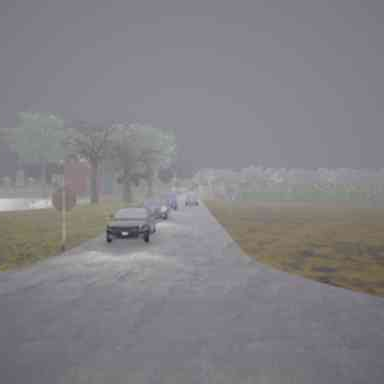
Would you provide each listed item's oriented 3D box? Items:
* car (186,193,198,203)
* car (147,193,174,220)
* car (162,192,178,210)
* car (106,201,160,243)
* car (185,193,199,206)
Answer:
[{"bbox_3d":[-0.014,1.030,58.288,2.097,1.767,4.553,0,0,0],"label":"car"},{"bbox_3d":[-2.852,1.233,26.256,2.097,1.767,4.553,0,0,0],"label":"car"},{"bbox_3d":[-2.840,1.023,39.541,2.150,2.045,5.566,0,1,1],"label":"car"},{"bbox_3d":[-2.809,1.415,16.108,1.882,1.535,5.008,0,0,-2],"label":"car"},{"bbox_3d":[-0.011,1.306,48.279,1.994,1.385,4.181,0,0,0],"label":"car"}]
